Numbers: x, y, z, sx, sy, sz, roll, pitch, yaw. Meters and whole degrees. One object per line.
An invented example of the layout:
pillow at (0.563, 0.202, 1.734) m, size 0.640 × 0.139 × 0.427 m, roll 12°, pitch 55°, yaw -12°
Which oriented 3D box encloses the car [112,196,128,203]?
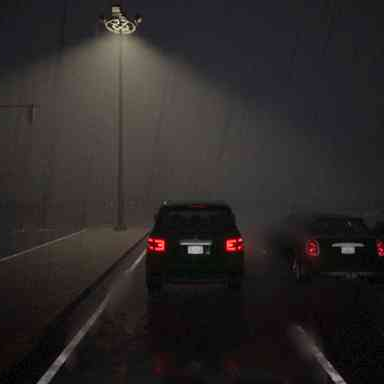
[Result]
car at (-15.055, 1.558, 67.962) m, size 1.994 × 1.385 × 4.181 m, roll 0°, pitch 0°, yaw 0°

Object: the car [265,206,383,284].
car at (3.571, 1.351, 9.723) m, size 2.097 × 1.767 × 4.553 m, roll 0°, pitch 0°, yaw 0°

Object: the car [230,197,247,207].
car at (7.059, 1.561, 50.818) m, size 1.994 × 1.385 × 4.181 m, roll 0°, pitch 0°, yaw 0°

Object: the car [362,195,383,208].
car at (7.071, 1.221, 8.848) m, size 2.150 × 2.045 × 5.566 m, roll 0°, pitch 0°, yaw 0°

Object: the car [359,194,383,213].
car at (21.513, 1.219, 36.117) m, size 5.566 × 2.045 × 2.150 m, roll 0°, pitch 0°, yaw 1°

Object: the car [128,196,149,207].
car at (-8.125, 1.502, 51.389) m, size 1.837 × 1.490 × 4.892 m, roll 0°, pitch 0°, yaw 0°

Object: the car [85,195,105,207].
car at (-15.124, 1.349, 51.883) m, size 2.097 × 1.767 × 4.553 m, roll 0°, pitch 0°, yaw 0°

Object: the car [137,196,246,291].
car at (0.072, 1.221, 9.156) m, size 2.150 × 2.045 × 5.566 m, roll 0°, pitch 0°, yaw 0°

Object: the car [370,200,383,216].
car at (20.725, 1.545, 32.627) m, size 5.357 × 1.411 × 2.033 m, roll 0°, pitch 0°, yaw 1°

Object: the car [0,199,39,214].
car at (-18.509, 1.503, 34.466) m, size 4.892 × 1.490 × 1.837 m, roll 0°, pitch 0°, yaw 3°
